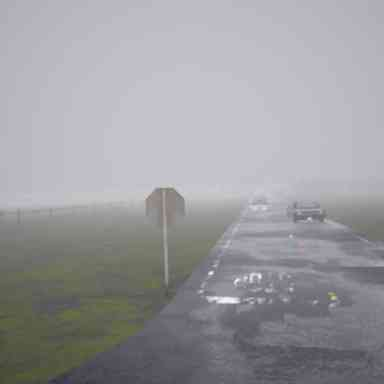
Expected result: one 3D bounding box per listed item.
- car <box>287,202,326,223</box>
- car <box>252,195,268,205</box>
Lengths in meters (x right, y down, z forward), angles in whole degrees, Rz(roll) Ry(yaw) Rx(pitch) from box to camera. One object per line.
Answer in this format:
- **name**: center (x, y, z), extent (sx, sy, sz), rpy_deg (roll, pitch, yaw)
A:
- **car**: center (7.457, 1.286, 22.182), extent (1.895, 1.301, 4.718), rpy_deg (-2, 0, 10)
- **car**: center (9.415, 1.099, 46.149), extent (1.994, 1.385, 4.181), rpy_deg (-2, 0, 11)
